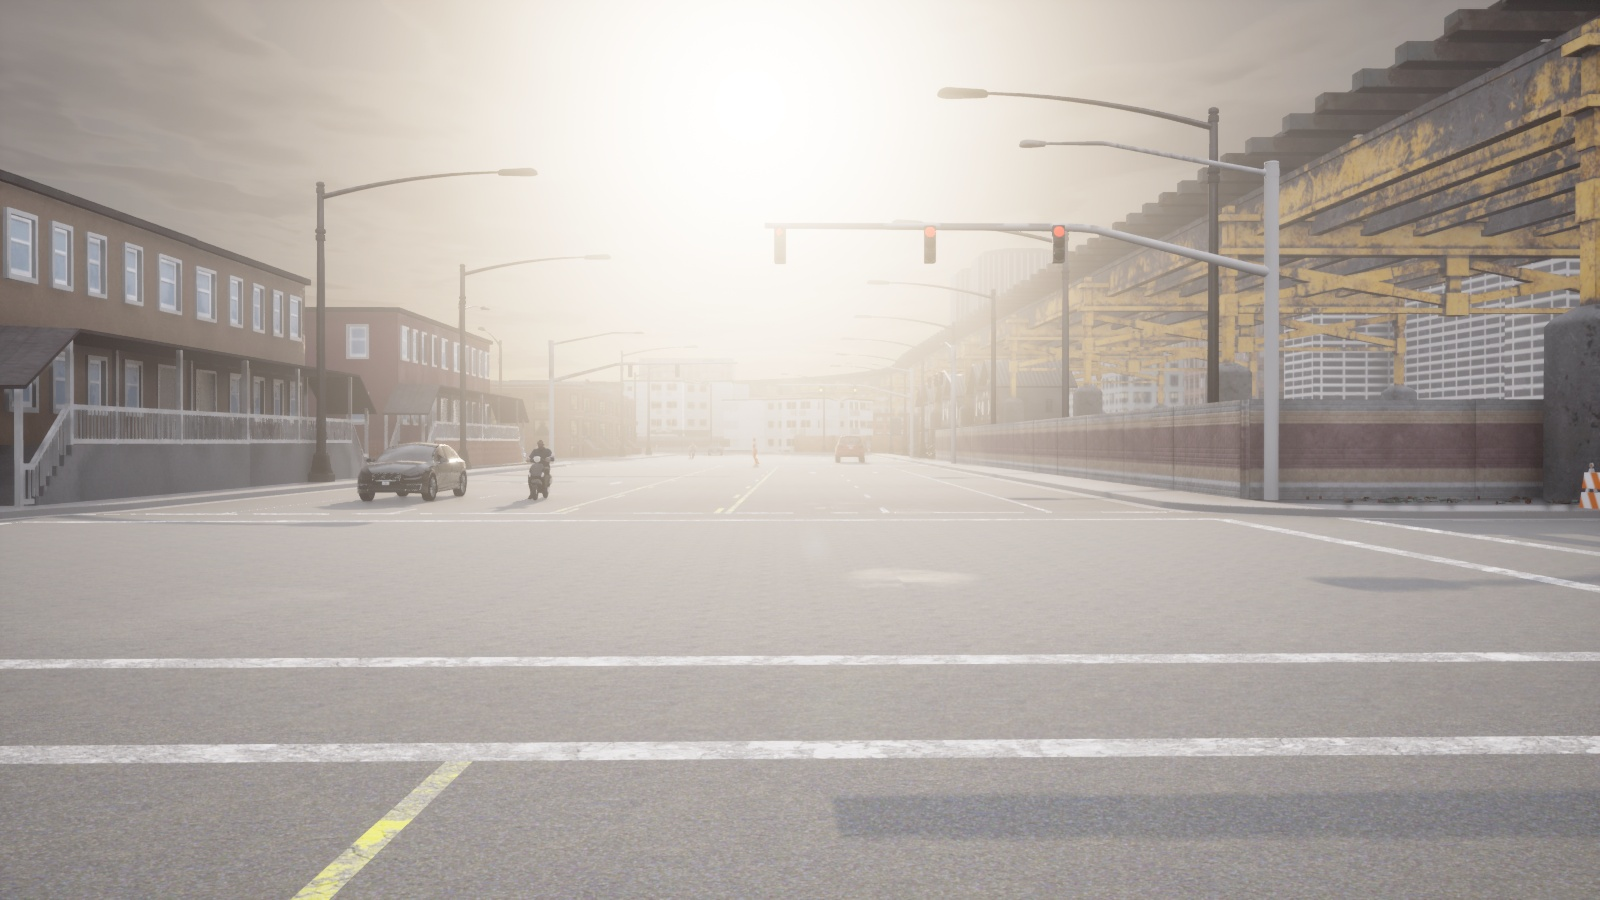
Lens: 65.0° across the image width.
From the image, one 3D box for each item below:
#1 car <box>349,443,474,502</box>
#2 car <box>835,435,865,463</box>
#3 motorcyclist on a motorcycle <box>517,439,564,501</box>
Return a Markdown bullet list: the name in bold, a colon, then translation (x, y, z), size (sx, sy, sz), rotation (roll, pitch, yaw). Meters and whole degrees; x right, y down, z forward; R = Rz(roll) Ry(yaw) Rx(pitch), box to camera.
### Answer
- **car**: translation (-10.382, 0.552, 33.928), size (1.837, 1.490, 4.892), rotation (0, 0, 0)
- **car**: translation (3.800, -0.076, 96.492), size (2.150, 2.045, 5.566), rotation (0, 0, 0)
- **motorcyclist on a motorcycle**: translation (-6.884, 0.506, 33.335), size (0.866, 1.590, 1.817), rotation (0, 0, 0)
